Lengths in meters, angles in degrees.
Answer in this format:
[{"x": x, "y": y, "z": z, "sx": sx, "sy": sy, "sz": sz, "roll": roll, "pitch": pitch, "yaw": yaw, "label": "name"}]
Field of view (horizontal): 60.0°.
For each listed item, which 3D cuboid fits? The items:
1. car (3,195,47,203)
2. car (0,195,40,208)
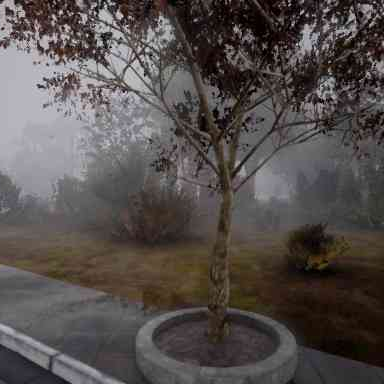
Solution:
[{"x": -15.899, "y": 1.256, "z": 33.830, "sx": 2.128, "sy": 1.511, "sz": 4.902, "roll": 1, "pitch": 0, "yaw": 32, "label": "car"}, {"x": -22.570, "y": 1.174, "z": 43.292, "sx": 1.837, "sy": 1.490, "sz": 4.892, "roll": 1, "pitch": 0, "yaw": 32, "label": "car"}]
